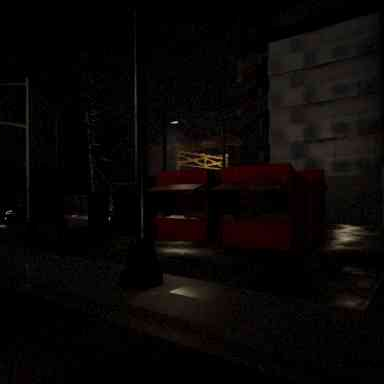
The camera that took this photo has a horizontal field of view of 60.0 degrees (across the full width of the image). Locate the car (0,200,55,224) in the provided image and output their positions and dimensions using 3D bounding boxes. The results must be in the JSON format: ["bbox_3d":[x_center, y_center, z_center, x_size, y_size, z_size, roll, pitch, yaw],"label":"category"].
[{"bbox_3d":[-12.861,1.490,26.262,2.097,1.767,4.553,-1,-1,36],"label":"car"}]

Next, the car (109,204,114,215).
[{"bbox_3d":[-7.147,1.663,34.109,1.812,1.442,4.674,-1,-1,36],"label":"car"}]
